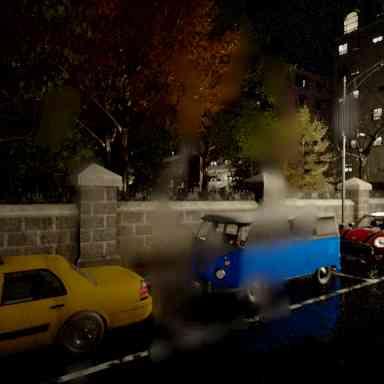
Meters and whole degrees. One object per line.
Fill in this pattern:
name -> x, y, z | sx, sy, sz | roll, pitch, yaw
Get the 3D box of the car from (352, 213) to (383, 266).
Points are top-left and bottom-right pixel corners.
car -> 6.358, 1.441, 11.088 | 4.097, 1.590, 1.967 | 0, 1, -36

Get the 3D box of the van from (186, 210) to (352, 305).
van -> 1.790, 1.342, 7.826 | 3.998, 1.788, 1.690 | 0, 1, -36

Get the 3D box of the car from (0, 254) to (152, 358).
car -> -2.919, 1.525, 4.468 | 4.829, 1.417, 1.752 | 0, 1, -36
